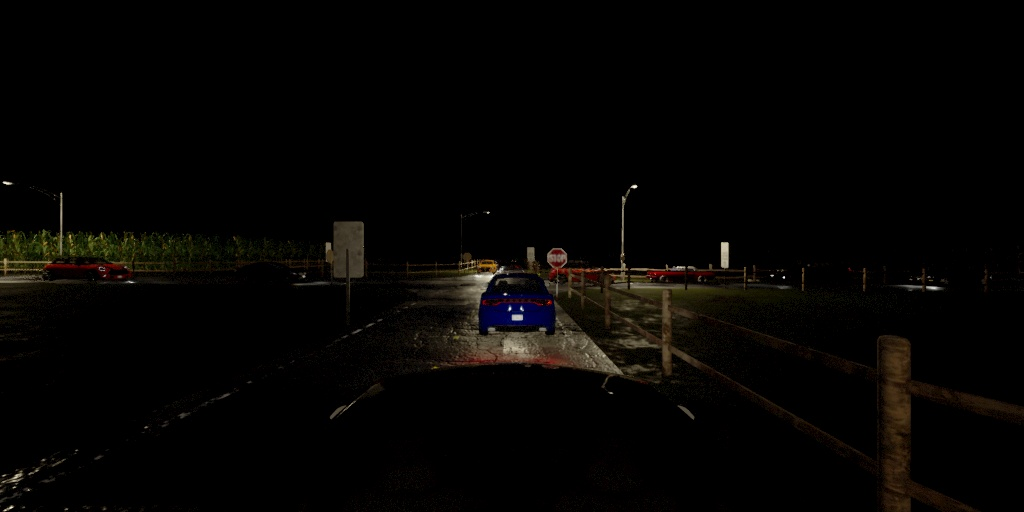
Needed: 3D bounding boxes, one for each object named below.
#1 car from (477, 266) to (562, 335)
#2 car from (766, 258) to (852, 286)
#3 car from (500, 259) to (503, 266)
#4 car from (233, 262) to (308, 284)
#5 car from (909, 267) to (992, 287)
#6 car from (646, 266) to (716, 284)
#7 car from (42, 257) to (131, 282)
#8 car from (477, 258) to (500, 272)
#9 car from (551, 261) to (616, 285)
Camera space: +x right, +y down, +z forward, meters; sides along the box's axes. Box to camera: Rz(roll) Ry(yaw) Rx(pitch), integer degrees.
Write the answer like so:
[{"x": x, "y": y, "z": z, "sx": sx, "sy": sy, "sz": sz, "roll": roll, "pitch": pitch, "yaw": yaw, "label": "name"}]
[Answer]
[{"x": 0.123, "y": 1.227, "z": 10.499, "sx": 1.882, "sy": 1.535, "sz": 5.008, "roll": 0, "pitch": 0, "yaw": 0, "label": "car"}, {"x": 22.925, "y": 1.166, "z": 27.797, "sx": 5.566, "sy": 2.045, "sz": 2.150, "roll": 0, "pitch": 0, "yaw": 0, "label": "car"}, {"x": -2.713, "y": 1.309, "z": 51.006, "sx": 1.994, "sy": 1.385, "sz": 4.181, "roll": 0, "pitch": 0, "yaw": 0, "label": "car"}, {"x": -17.014, "y": 1.155, "z": 25.322, "sx": 4.674, "sy": 1.442, "sz": 1.812, "roll": 0, "pitch": 0, "yaw": 1, "label": "car"}, {"x": 33.777, "y": 1.552, "z": 27.656, "sx": 4.892, "sy": 1.490, "sz": 1.837, "roll": 1, "pitch": 0, "yaw": 1, "label": "car"}, {"x": 12.990, "y": 1.463, "z": 27.888, "sx": 4.718, "sy": 1.301, "sz": 1.895, "roll": 0, "pitch": 0, "yaw": 0, "label": "car"}, {"x": -30.078, "y": 0.877, "z": 25.485, "sx": 4.553, "sy": 1.767, "sz": 2.097, "roll": 1, "pitch": 0, "yaw": 1, "label": "car"}, {"x": -2.787, "y": 1.223, "z": 40.990, "sx": 1.882, "sy": 1.535, "sz": 5.008, "roll": 0, "pitch": 0, "yaw": 1, "label": "car"}, {"x": 4.885, "y": 1.146, "z": 25.062, "sx": 4.553, "sy": 1.767, "sz": 2.097, "roll": 1, "pitch": 0, "yaw": 1, "label": "car"}]
